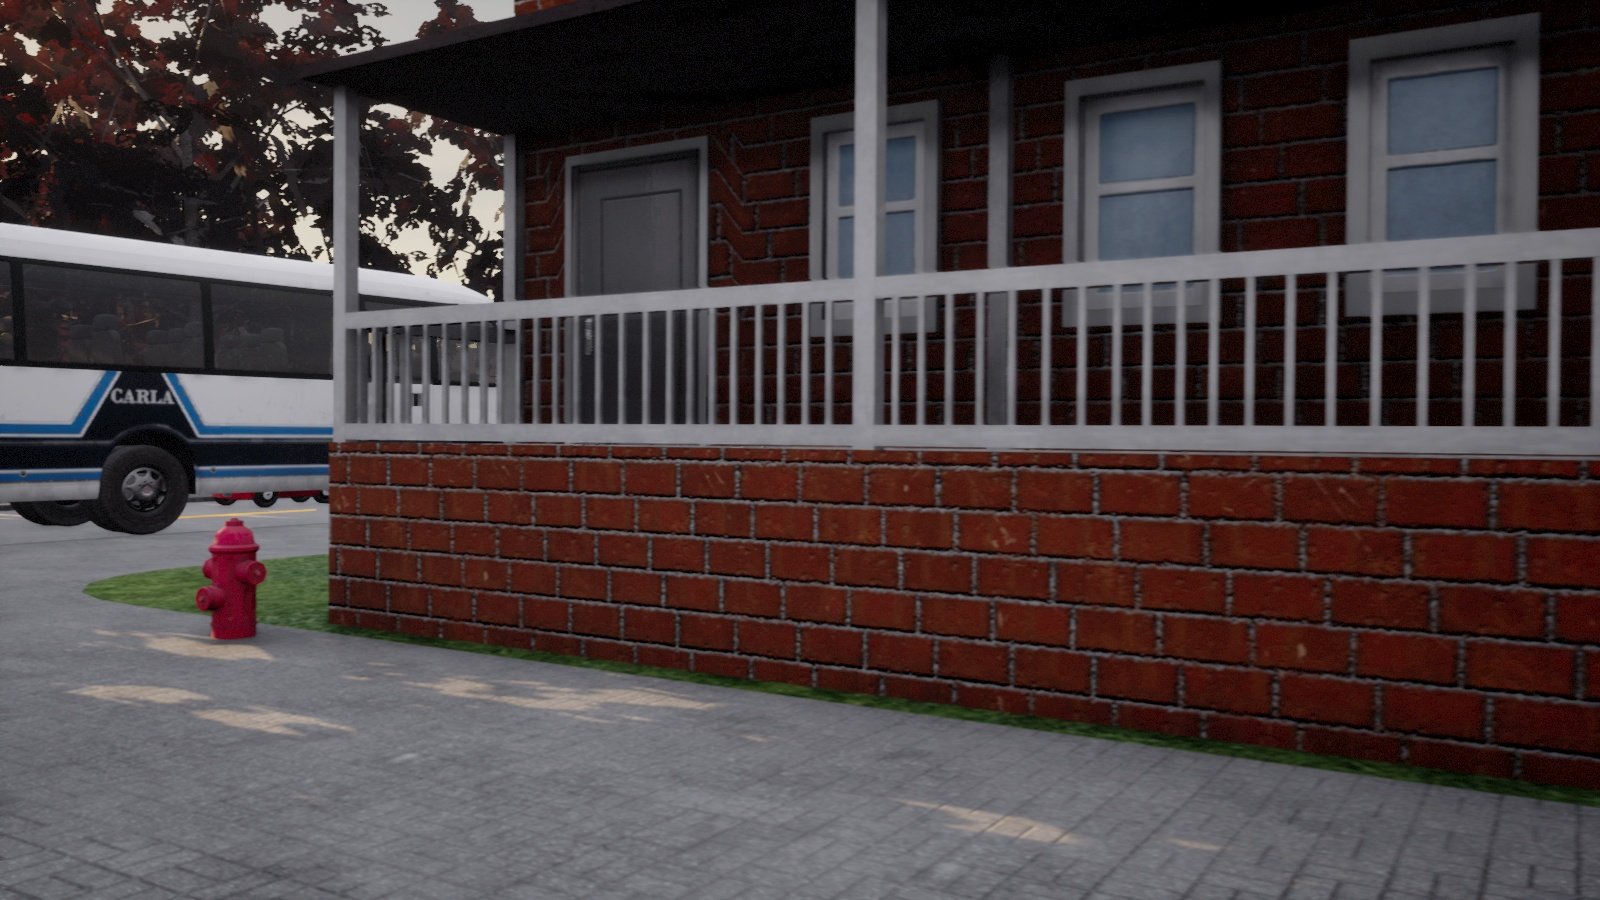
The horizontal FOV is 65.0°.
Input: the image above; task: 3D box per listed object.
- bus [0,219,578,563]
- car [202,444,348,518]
[{"bbox_3d":[-8.773,-0.809,20.466,3.944,4.253,10.273,0,1,36],"label":"bus"},{"bbox_3d":[-10.355,0.584,24.869,1.481,1.376,2.207,0,1,31],"label":"car"}]
